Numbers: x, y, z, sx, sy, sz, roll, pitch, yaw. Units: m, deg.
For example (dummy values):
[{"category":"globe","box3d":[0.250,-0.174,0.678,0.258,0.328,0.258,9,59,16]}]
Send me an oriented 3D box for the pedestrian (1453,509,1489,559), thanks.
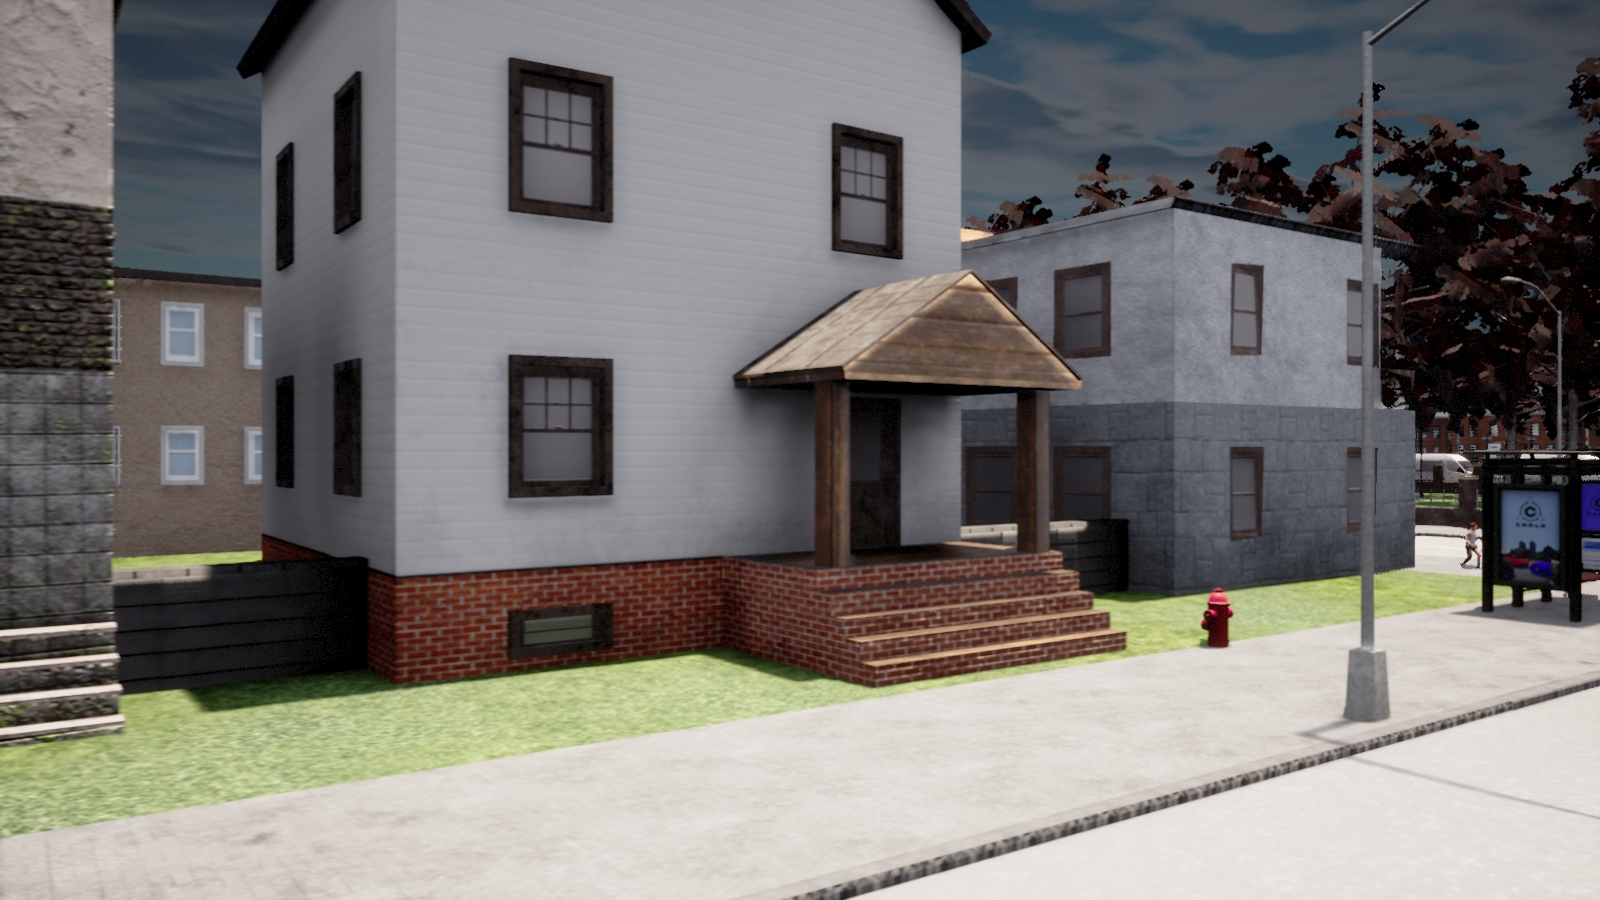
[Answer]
[{"category":"pedestrian","box3d":[15.236,1.896,25.946,0.500,1.100,0.500,0,0,-15]}]
